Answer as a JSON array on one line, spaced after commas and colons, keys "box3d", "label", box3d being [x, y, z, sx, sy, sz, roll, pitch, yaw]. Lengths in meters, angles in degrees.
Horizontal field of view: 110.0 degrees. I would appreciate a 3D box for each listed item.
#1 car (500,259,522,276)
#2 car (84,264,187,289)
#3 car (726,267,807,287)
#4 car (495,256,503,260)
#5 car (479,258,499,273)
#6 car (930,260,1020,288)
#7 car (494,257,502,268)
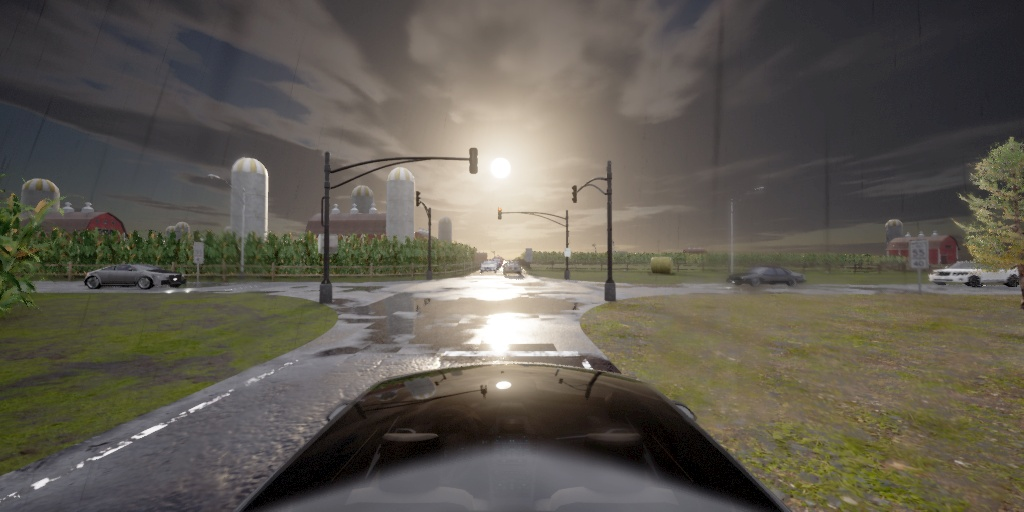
[{"box3d": [0.034, 1.329, 38.174, 2.033, 1.411, 5.357, 0, 0, -2], "label": "car"}, {"box3d": [-20.965, 1.118, 20.094, 4.181, 1.385, 1.994, 0, -1, -3], "label": "car"}, {"box3d": [18.685, 1.526, 26.366, 5.357, 1.411, 2.033, 1, -1, -8], "label": "car"}, {"box3d": [-2.864, 1.298, 62.624, 1.882, 1.535, 5.008, 0, 0, 0], "label": "car"}, {"box3d": [-2.800, 1.314, 43.446, 1.812, 1.442, 4.674, 0, 0, -1], "label": "car"}, {"box3d": [35.660, 1.359, 27.591, 5.566, 2.045, 2.150, 0, -1, -4], "label": "car"}, {"box3d": [-2.850, 1.328, 52.604, 1.812, 1.442, 4.674, 0, 0, 0], "label": "car"}]
